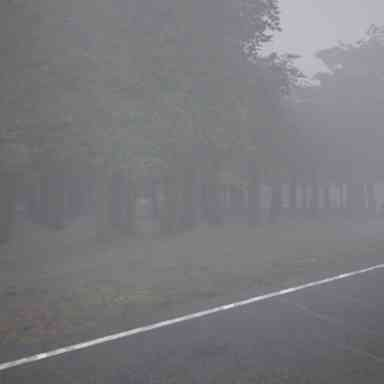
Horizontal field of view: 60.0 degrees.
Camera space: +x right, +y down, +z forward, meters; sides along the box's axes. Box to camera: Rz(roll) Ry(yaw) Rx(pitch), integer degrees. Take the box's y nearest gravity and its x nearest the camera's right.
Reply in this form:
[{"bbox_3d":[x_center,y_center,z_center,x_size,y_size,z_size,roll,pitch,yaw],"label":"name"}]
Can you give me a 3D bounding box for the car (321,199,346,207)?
[{"bbox_3d":[24.289,1.955,56.279,1.837,1.490,4.892,1,1,-35],"label":"car"}]
